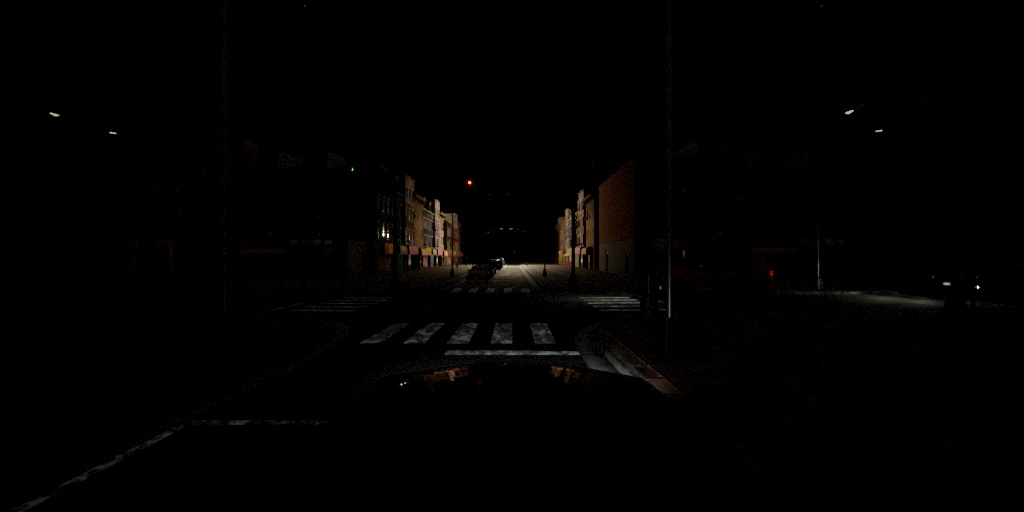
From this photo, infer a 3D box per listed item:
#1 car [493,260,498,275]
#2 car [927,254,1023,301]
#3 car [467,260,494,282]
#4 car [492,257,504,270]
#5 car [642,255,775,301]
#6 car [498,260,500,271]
[{"bbox_3d":[-2.620,1.320,34.487,1.888,1.381,4.507,0,0,0],"label":"car"},{"bbox_3d":[22.958,0.939,16.669,5.566,2.045,2.150,0,0,0],"label":"car"},{"bbox_3d":[-2.623,1.292,28.713,1.751,1.417,4.829,0,0,0],"label":"car"},{"bbox_3d":[-2.610,1.249,51.303,1.967,1.591,4.097,0,0,0],"label":"car"},{"bbox_3d":[9.044,0.965,16.697,5.566,2.045,2.150,0,0,0],"label":"car"},{"bbox_3d":[-2.617,1.367,40.092,1.802,1.307,4.207,0,0,0],"label":"car"}]
